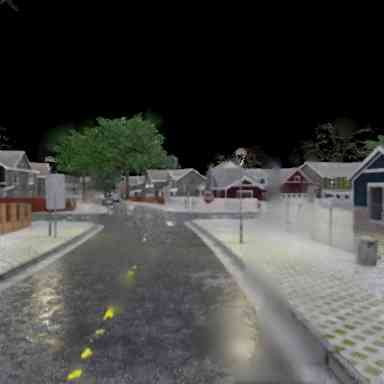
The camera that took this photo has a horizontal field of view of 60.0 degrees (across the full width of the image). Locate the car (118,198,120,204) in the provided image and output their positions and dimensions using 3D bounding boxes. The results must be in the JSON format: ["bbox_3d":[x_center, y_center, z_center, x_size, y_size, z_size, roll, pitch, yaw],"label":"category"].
[{"bbox_3d":[-17.120,1.632,72.609,2.097,1.767,4.553,-1,0,-23],"label":"car"}]

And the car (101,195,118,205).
[{"bbox_3d":[-16.119,1.766,63.540,2.128,1.511,4.902,0,0,-22],"label":"car"}]

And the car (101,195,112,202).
[{"bbox_3d":[-21.039,1.520,81.774,2.097,1.767,4.553,-1,0,-22],"label":"car"}]
